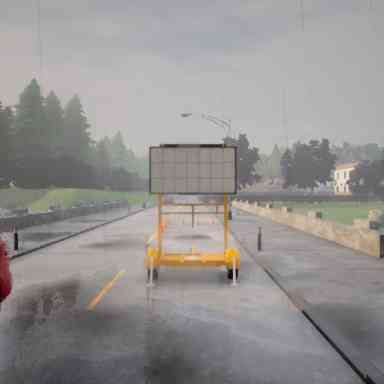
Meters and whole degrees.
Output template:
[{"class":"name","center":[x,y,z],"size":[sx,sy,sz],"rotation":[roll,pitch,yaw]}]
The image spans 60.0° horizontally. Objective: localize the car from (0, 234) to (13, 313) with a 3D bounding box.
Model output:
[{"class":"car","center":[-4.089,1.222,3.324],"size":[2.150,2.045,5.566],"rotation":[0,0,0]}]

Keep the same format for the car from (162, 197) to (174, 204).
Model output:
[{"class":"car","center":[-3.938,1.546,55.772],"size":[2.033,1.411,5.357],"rotation":[0,0,0]}]

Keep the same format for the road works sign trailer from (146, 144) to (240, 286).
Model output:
[{"class":"road works sign trailer","center":[0.026,0.464,9.353],"size":[2.380,3.560,2.880],"rotation":[0,0,0]}]
